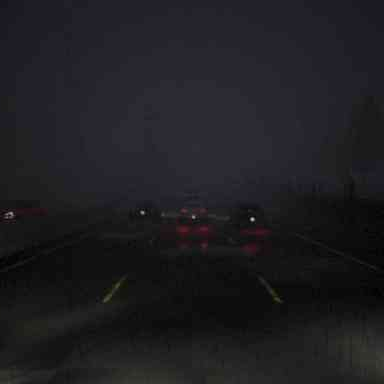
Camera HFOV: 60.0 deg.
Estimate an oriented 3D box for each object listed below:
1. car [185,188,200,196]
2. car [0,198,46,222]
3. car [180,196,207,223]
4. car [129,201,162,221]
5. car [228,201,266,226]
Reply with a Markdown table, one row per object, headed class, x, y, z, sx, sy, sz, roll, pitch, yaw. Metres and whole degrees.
| class | x | y | z | sx | sy | sz | roll | pitch | yaw |
| --- | --- | --- | --- | --- | --- | --- | --- | --- | --- |
| car | 0.075 | 0.174 | 42.376 | 2.033 | 1.411 | 5.357 | 0 | 6 | 0 |
| car | -10.500 | 1.217 | 19.607 | 2.097 | 1.767 | 4.553 | 0 | 1 | 0 |
| car | 0.100 | 1.328 | 23.833 | 1.812 | 1.442 | 4.674 | 0 | 1 | 0 |
| car | -3.400 | 1.340 | 24.878 | 1.994 | 1.385 | 4.181 | 0 | 2 | 0 |
| car | 3.600 | 1.341 | 22.185 | 1.837 | 1.490 | 4.892 | 0 | 0 | 0 |
